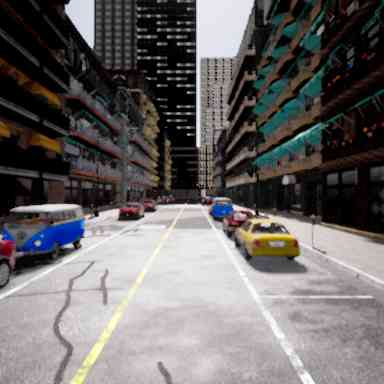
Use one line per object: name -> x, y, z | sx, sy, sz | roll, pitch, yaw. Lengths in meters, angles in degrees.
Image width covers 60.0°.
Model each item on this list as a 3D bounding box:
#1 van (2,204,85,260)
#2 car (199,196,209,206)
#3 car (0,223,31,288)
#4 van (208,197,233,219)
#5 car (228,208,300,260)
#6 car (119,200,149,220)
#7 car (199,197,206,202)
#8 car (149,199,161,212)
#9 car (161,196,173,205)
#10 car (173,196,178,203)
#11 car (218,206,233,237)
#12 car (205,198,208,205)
van -> -5.286, 1.373, 12.269 | 1.690, 1.788, 3.998 | 1, 0, 0
car -> 2.670, 1.621, 57.782 | 1.967, 1.590, 4.097 | 0, 0, 0
car -> -5.297, 1.561, 6.580 | 1.887, 1.381, 4.507 | 1, 0, 0
van -> 2.623, 1.423, 29.335 | 1.690, 1.788, 3.998 | 0, 0, 0
car -> 2.593, 1.557, 12.435 | 1.752, 1.417, 4.829 | 0, 0, 0
car -> -5.259, 1.627, 29.338 | 1.887, 1.381, 4.507 | 0, 0, 0
car -> 2.717, 1.889, 86.230 | 1.802, 1.307, 4.206 | 0, 0, 0
car -> -5.239, 1.664, 40.718 | 1.887, 1.381, 4.507 | 0, 0, 0
car -> -5.200, 1.645, 63.478 | 1.967, 1.590, 4.097 | 0, 0, 0
car -> -5.172, 1.720, 80.547 | 1.967, 1.590, 4.097 | 0, 0, 0
car -> 2.602, 1.629, 17.954 | 1.802, 1.307, 4.206 | 0, 0, 0
car -> 2.632, 1.626, 35.194 | 1.752, 1.417, 4.829 | 0, 0, 0
